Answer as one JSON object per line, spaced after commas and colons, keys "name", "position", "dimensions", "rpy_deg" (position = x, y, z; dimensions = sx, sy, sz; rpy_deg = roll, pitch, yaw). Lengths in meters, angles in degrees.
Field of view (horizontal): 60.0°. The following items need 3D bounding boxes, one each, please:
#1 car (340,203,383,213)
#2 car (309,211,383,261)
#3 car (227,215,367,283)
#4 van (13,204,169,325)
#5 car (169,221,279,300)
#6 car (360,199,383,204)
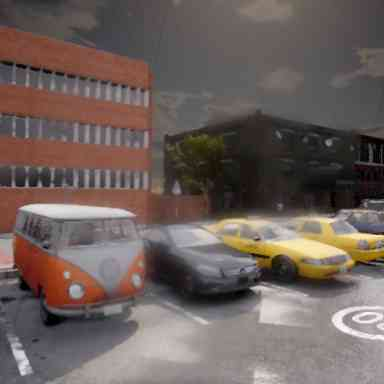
{"name": "car", "position": [6.637, 1.484, 13.681], "dimensions": [2.185, 1.767, 4.553], "rpy_deg": [1, 0, -35]}
{"name": "car", "position": [4.210, 1.579, 12.216], "dimensions": [1.946, 1.575, 5.366], "rpy_deg": [1, 0, -36]}
{"name": "car", "position": [2.125, 1.551, 10.273], "dimensions": [1.946, 1.575, 5.366], "rpy_deg": [1, 0, -35]}
{"name": "van", "position": [-2.514, 1.273, 7.048], "dimensions": [1.878, 1.987, 4.442], "rpy_deg": [1, 0, -35]}
{"name": "car", "position": [-0.285, 1.567, 8.785], "dimensions": [2.002, 1.452, 4.674], "rpy_deg": [1, 0, -35]}
{"name": "car", "position": [11.237, 1.414, 16.966], "dimensions": [2.435, 2.045, 5.566], "rpy_deg": [1, 0, -36]}
